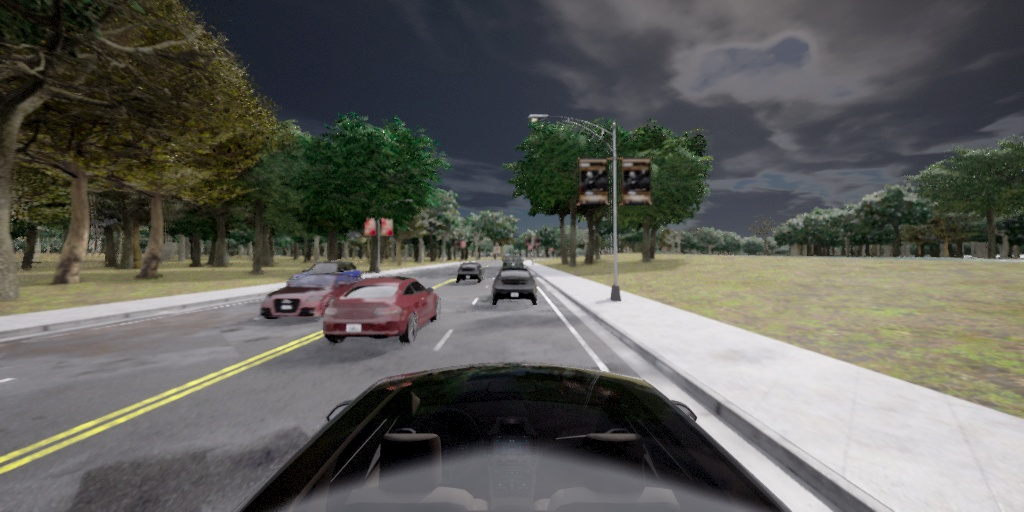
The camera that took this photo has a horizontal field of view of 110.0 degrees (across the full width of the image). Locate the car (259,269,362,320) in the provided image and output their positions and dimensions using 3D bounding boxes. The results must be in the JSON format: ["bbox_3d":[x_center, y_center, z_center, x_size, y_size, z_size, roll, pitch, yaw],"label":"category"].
[{"bbox_3d":[-6.576,1.305,12.463,1.994,1.385,4.181,0,0,0],"label":"car"}]

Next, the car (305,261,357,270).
[{"bbox_3d":[-9.782,1.087,19.080,2.097,1.767,4.553,0,0,0],"label":"car"}]

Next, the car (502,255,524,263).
[{"bbox_3d":[0.118,0.939,37.498,2.150,2.045,5.566,0,0,0],"label":"car"}]

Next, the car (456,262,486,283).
[{"bbox_3d":[-3.136,1.232,27.856,1.837,1.490,4.892,0,0,0],"label":"car"}]

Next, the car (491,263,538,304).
[{"bbox_3d":[0.108,1.242,16.166,1.837,1.490,4.892,0,0,0],"label":"car"}]

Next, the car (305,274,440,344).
[{"bbox_3d":[-3.159,1.269,9.447,1.812,1.442,4.674,0,0,0],"label":"car"}]
